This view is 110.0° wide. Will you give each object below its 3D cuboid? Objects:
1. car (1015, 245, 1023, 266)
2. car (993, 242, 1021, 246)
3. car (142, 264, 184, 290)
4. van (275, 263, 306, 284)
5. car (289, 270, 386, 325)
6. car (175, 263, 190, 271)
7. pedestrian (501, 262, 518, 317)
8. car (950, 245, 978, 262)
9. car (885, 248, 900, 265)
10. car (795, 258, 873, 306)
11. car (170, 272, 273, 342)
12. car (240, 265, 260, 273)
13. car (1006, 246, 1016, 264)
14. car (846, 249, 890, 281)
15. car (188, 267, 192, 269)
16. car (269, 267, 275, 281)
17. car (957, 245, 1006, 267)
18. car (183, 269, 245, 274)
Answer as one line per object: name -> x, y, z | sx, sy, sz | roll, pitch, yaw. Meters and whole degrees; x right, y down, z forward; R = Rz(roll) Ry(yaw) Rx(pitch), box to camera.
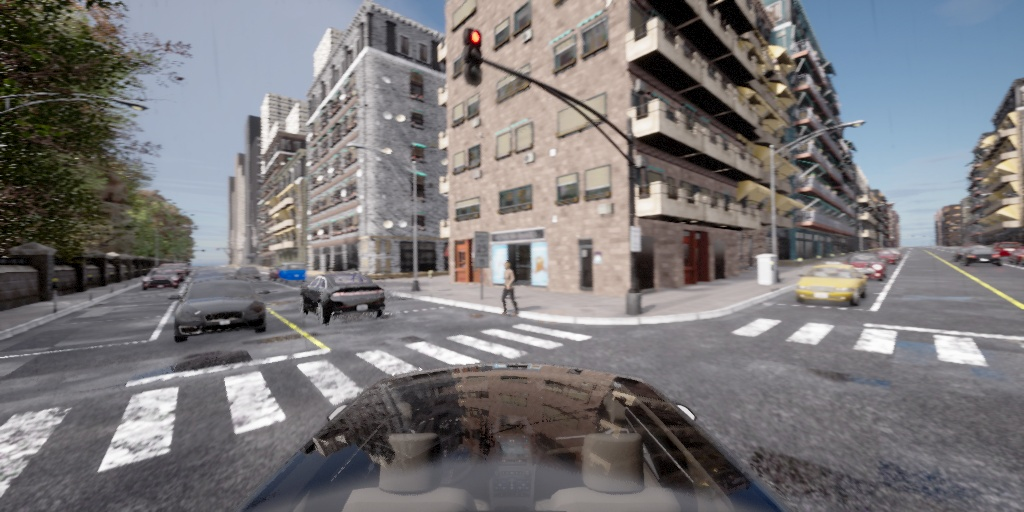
car -> 38.784, 0.104, 26.099 | 4.829, 1.417, 1.751 | 0, 0, -42
car -> 51.278, -0.491, 37.260 | 5.009, 1.841, 2.192 | 0, 0, -42
car -> -26.082, 1.644, 26.779 | 1.967, 1.591, 4.097 | 0, 0, -41
van -> -19.767, 1.500, 32.288 | 1.690, 1.789, 3.998 | 0, 0, -41
car -> -6.015, 1.349, 12.502 | 2.128, 1.511, 4.902 | 0, -1, -40
car -> -33.360, 1.667, 35.128 | 2.192, 1.841, 5.009 | 0, 0, -41
pedestrian -> -0.129, 1.072, 11.807 | 0.375, 1.860, 0.375 | 0, -1, -41
car -> 46.108, -0.126, 36.269 | 4.674, 1.442, 1.812 | -2, 0, -42
car -> 37.285, 0.153, 35.996 | 4.507, 1.381, 1.888 | 0, 0, -42
car -> 11.915, 0.905, 13.335 | 4.829, 1.417, 1.751 | 0, 0, -42
car -> -8.481, 1.381, 10.482 | 1.837, 1.490, 4.892 | 0, 0, -40
car -> -26.448, 1.816, 35.943 | 2.033, 1.411, 5.357 | 0, 0, -41
car -> 42.864, 0.032, 29.744 | 4.207, 1.307, 1.802 | 0, 0, -42
car -> 20.456, 0.562, 20.965 | 4.097, 1.591, 1.967 | 0, 0, -42
car -> -22.363, 1.702, 26.460 | 2.033, 1.411, 5.357 | 0, 0, -41
car -> -23.406, 1.673, 36.463 | 1.967, 1.591, 4.097 | 0, 0, -41
car -> 38.766, 0.097, 29.687 | 4.674, 1.442, 1.812 | -2, 0, -42
car -> -15.359, 1.561, 18.416 | 2.033, 1.411, 5.357 | 0, 0, -41
